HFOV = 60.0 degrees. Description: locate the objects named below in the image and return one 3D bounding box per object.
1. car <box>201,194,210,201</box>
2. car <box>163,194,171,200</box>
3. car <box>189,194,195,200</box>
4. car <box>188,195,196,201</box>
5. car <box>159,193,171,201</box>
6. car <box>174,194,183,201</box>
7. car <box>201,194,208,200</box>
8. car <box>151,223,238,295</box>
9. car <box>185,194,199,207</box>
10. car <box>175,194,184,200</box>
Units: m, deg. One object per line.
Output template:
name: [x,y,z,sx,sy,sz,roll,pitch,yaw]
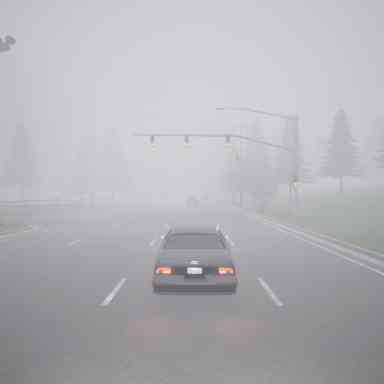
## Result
car: [3.517,1.492,83.533,1.837,1.490,4.892,0,0,0]
car: [-6.981,1.385,93.955,1.994,1.385,4.181,0,0,0]
car: [0.019,1.310,93.954,1.882,1.535,5.008,0,0,0]
car: [0.017,1.531,83.534,2.033,1.411,5.357,0,0,0]
car: [-6.983,1.217,83.565,2.150,2.045,5.566,0,0,0]
car: [-3.483,1.517,83.951,1.812,1.442,4.674,0,0,0]
car: [3.519,1.310,93.953,1.882,1.535,5.008,0,0,0]
car: [0.068,1.547,8.852,2.033,1.411,5.357,0,0,0]
car: [0.009,1.352,52.891,2.097,1.767,4.553,0,0,0]
car: [-3.481,1.357,93.955,2.128,1.511,4.902,0,0,0]
